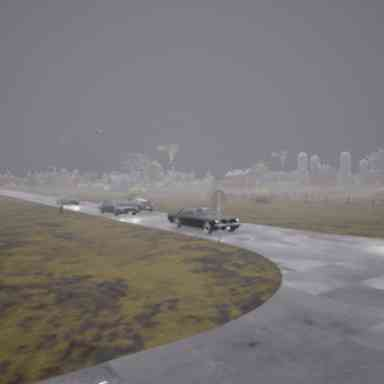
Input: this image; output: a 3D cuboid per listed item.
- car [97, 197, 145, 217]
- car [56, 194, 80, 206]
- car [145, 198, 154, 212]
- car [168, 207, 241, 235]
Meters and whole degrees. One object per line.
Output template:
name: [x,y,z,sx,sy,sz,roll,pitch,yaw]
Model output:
car: [-6.468,1.260,28.758,2.033,1.411,5.357,0,1,-36]
car: [-15.337,0.970,41.080,1.994,1.385,4.181,0,1,-36]
car: [-5.369,1.189,32.089,1.812,1.442,4.674,0,1,-36]
car: [0.593,1.535,18.984,1.895,1.301,4.718,0,1,-36]
